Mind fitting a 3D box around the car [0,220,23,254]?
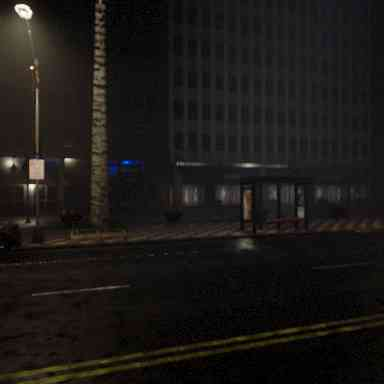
[{"bbox_3d":[-8.182,1.468,10.681,4.892,1.521,2.231,0,0,-19],"label":"car"}]
